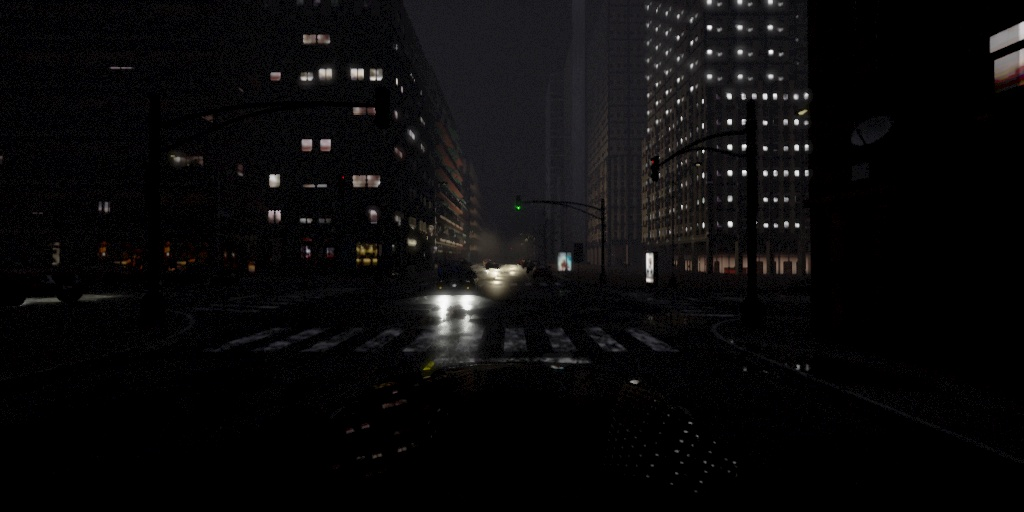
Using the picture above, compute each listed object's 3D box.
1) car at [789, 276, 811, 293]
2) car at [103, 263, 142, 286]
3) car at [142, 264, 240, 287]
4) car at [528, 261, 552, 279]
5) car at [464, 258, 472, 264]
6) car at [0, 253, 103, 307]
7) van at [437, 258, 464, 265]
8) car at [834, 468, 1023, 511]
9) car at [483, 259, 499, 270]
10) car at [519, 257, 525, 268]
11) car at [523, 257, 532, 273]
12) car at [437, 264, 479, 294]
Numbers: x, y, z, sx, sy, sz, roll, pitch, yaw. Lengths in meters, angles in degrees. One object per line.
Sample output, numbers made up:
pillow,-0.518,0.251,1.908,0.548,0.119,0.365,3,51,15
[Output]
car,19.392,1.671,21.848,4.403,1.370,2.007,0,0,0
car,-24.365,1.066,21.405,4.207,1.307,1.802,0,0,0
car,-18.794,1.130,21.445,4.313,1.339,1.948,0,0,0
car,2.691,1.385,32.617,1.802,1.307,4.207,0,0,0
car,-5.691,1.128,38.146,2.192,1.841,5.009,0,0,0
car,-18.773,0.799,13.065,5.009,1.841,2.192,0,0,0
van,-5.690,1.144,32.618,1.690,1.789,3.998,0,0,0
car,2.692,1.313,0.212,1.948,1.339,4.313,0,0,0
car,-3.002,1.400,54.267,1.994,1.385,4.181,0,0,0
car,2.690,1.299,60.255,1.967,1.591,4.097,0,0,0
car,2.690,1.264,43.673,1.967,1.591,4.097,0,0,0
car,-3.001,1.346,20.617,1.994,1.385,4.181,0,0,0
